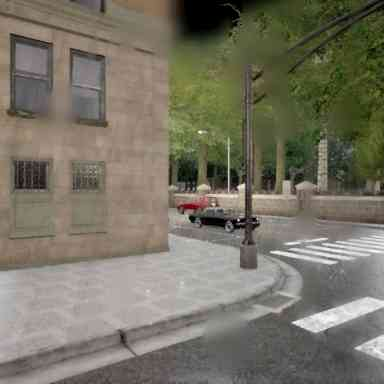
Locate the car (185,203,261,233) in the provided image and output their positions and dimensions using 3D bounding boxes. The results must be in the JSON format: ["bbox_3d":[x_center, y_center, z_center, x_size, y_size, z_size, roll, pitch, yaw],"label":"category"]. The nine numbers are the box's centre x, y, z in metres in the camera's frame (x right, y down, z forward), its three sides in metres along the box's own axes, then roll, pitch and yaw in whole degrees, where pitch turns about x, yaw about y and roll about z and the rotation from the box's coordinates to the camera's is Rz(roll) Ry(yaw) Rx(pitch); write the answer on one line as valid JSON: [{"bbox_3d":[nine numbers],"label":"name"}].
[{"bbox_3d":[1.846,1.586,19.878,1.895,1.301,4.718,0,0,-35],"label":"car"}]

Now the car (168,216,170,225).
[{"bbox_3d":[-3.169,1.544,22.284,1.947,1.339,4.313,0,0,-35],"label":"car"}]

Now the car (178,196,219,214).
[{"bbox_3d":[0.601,1.285,31.822,2.192,1.841,5.009,0,0,-35],"label":"car"}]
